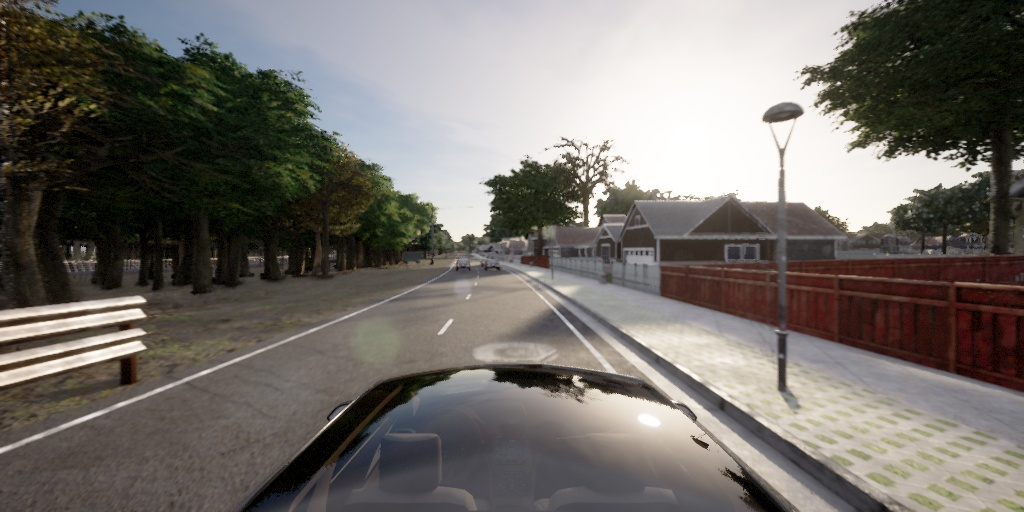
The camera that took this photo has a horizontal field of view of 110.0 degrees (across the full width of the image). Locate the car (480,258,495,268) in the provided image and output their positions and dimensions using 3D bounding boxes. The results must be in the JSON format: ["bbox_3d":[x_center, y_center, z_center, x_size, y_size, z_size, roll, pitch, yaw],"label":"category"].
[{"bbox_3d":[-3.787,1.017,54.655,1.895,1.301,4.718,0,1,-8],"label":"car"}]

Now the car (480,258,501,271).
[{"bbox_3d":[-2.454,1.058,44.213,2.033,1.411,5.357,0,1,-7],"label":"car"}]

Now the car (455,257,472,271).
[{"bbox_3d":[-5.921,1.071,43.711,2.033,1.411,5.357,0,1,-7],"label":"car"}]
